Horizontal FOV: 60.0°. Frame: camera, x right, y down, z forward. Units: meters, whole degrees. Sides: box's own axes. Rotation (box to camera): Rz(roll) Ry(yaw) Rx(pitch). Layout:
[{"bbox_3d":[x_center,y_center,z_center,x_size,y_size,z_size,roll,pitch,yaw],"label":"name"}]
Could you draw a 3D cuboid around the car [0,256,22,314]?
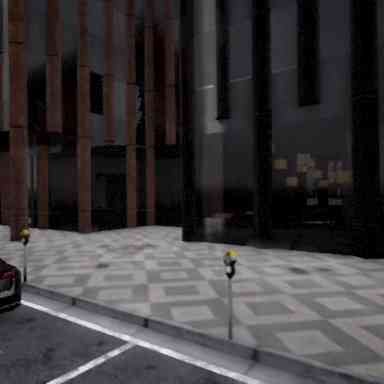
[{"bbox_3d":[-5.074,1.652,6.581,4.313,1.339,1.947,-1,-1,35],"label":"car"}]
